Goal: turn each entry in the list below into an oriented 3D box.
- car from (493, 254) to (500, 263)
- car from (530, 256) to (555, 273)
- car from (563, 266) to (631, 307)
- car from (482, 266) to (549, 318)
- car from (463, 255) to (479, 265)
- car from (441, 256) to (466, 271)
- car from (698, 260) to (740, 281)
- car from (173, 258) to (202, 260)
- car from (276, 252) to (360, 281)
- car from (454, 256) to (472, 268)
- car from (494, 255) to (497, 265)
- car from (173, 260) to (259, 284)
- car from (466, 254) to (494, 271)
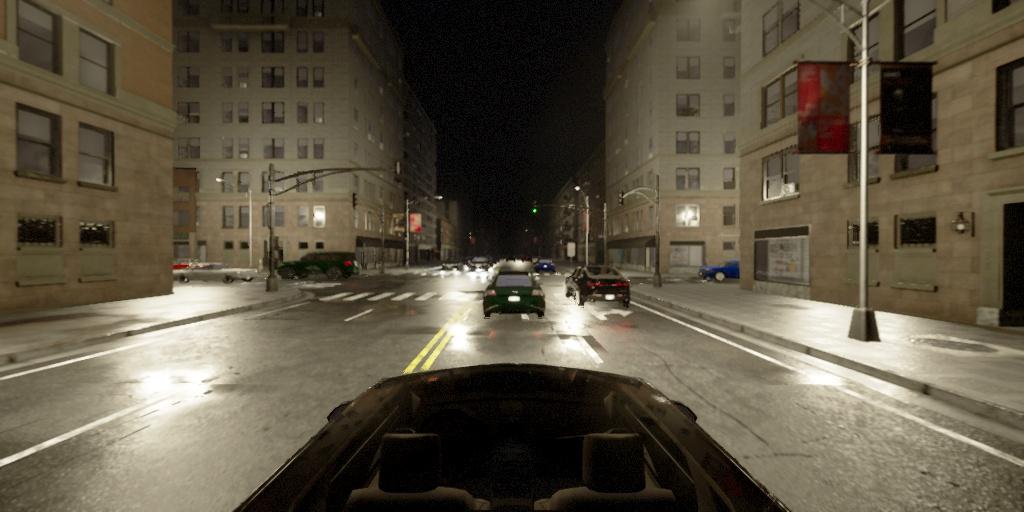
[{"bbox_3d":[-3.477,0.733,58.912,1.994,1.385,4.181,0,1,0],"label":"car"},{"bbox_3d":[3.218,0.960,36.778,1.994,1.385,4.181,0,1,0],"label":"car"},{"bbox_3d":[3.302,1.124,14.549,1.837,1.490,4.892,0,0,0],"label":"car"},{"bbox_3d":[0.056,1.204,12.530,1.994,1.385,4.181,0,1,0],"label":"car"},{"bbox_3d":[-6.718,0.655,59.560,2.128,1.511,4.902,0,1,0],"label":"car"},{"bbox_3d":[-6.732,0.881,40.862,1.812,1.442,4.674,0,1,0],"label":"car"},{"bbox_3d":[16.314,1.029,26.260,5.008,1.535,1.882,0,0,0],"label":"car"},{"bbox_3d":[-26.918,0.906,28.822,4.097,1.591,1.967,0,0,0],"label":"car"},{"bbox_3d":[-14.234,0.716,26.517,5.566,2.045,2.150,0,-1,-1],"label":"car"},{"bbox_3d":[-6.752,0.768,49.871,1.837,1.490,4.892,0,1,0],"label":"car"},{"bbox_3d":[-3.503,0.874,48.879,1.895,1.301,4.718,0,1,0],"label":"car"},{"bbox_3d":[-19.256,1.110,23.322,4.718,1.301,1.895,0,0,3],"label":"car"},{"bbox_3d":[-3.481,0.859,39.614,2.128,1.511,4.902,0,1,0],"label":"car"}]
